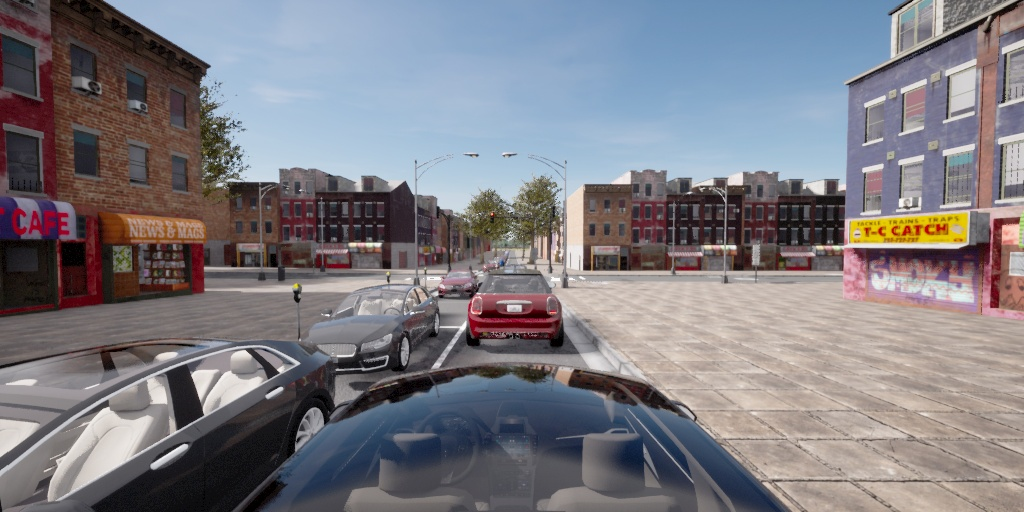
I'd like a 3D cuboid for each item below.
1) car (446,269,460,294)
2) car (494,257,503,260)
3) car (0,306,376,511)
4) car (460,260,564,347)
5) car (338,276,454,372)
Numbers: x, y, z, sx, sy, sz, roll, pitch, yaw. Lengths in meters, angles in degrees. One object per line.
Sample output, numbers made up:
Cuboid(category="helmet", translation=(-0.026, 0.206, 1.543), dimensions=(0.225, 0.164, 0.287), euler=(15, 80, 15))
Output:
Cuboid(category="car", translation=(-2.612, 1.333, 18.363), dimensions=(1.802, 1.307, 4.207), euler=(0, 0, 0))
Cuboid(category="car", translation=(-2.566, 1.235, 45.138), dimensions=(1.967, 1.591, 4.097), euler=(0, 0, 0))
Cuboid(category="car", translation=(-2.640, 1.300, 2.020), dimensions=(2.007, 1.370, 4.403), euler=(0, 0, 0))
Cuboid(category="car", translation=(0.111, 1.100, 9.512), dimensions=(2.097, 1.767, 4.553), euler=(0, 0, 2))
Cuboid(category="car", translation=(-2.630, 1.298, 7.469), dimensions=(2.007, 1.370, 4.403), euler=(0, 0, 0))
